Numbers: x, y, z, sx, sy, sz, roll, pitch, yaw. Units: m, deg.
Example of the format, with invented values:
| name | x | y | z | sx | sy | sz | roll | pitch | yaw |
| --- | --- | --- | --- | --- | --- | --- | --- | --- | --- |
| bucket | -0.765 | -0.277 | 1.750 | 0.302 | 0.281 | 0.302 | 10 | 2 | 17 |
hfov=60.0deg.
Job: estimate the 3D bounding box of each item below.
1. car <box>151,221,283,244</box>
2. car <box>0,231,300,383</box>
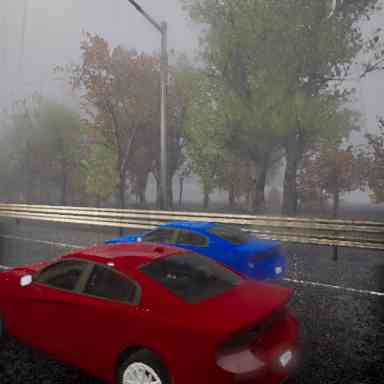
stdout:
| name | x | y | z | sx | sy | sz | roll | pitch | yaw |
| --- | --- | --- | --- | --- | --- | --- | --- | --- | --- |
| car | -0.199 | 1.476 | 8.377 | 5.008 | 1.535 | 1.882 | 0 | 0 | 35 |
| car | -1.089 | 1.476 | 4.724 | 5.008 | 1.535 | 1.882 | 0 | 0 | 35 |
